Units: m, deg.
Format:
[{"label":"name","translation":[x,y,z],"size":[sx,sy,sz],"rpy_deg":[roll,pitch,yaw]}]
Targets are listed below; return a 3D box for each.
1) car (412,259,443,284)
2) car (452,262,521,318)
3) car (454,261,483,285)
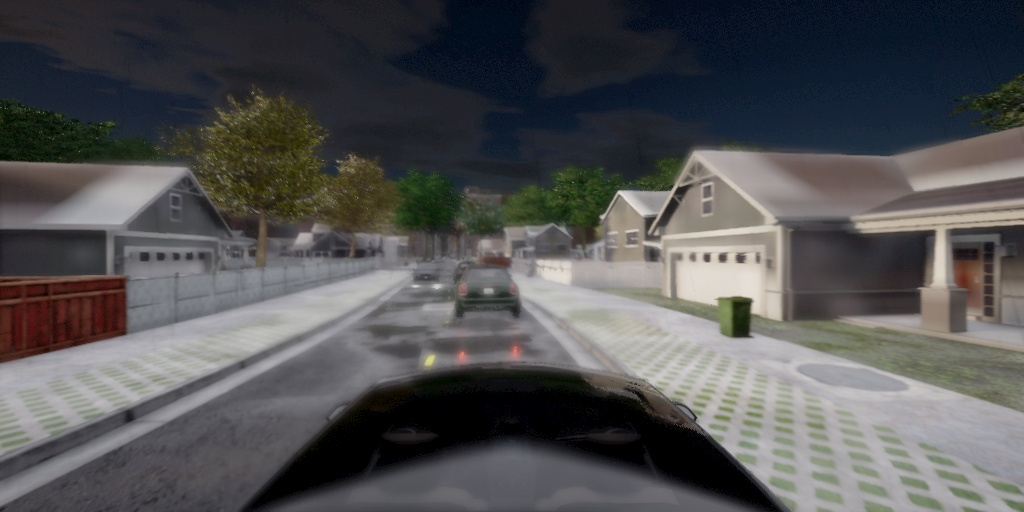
[{"label":"car","translation":[-6.317,1.215,26.886],"size":[1.837,1.490,4.892],"rpy_deg":[0,0,-11]},{"label":"car","translation":[-0.997,1.079,13.122],"size":[2.097,1.767,4.553],"rpy_deg":[0,0,-8]},{"label":"car","translation":[-3.363,1.201,26.949],"size":[1.837,1.490,4.892],"rpy_deg":[0,0,-10]}]
